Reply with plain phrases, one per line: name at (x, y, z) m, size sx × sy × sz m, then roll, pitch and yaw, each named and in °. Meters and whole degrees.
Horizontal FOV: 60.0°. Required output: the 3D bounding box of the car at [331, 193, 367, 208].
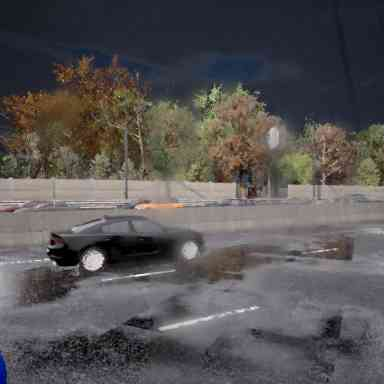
car at (23.716, 1.229, 50.085) m, size 5.566 × 2.045 × 2.150 m, roll 0°, pitch 0°, yaw -30°

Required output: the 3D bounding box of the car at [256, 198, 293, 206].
car at (9.172, 1.602, 33.501) m, size 4.718 × 1.301 × 1.895 m, roll 0°, pitch 0°, yaw -30°

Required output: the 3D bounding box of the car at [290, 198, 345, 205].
car at (11.743, 1.527, 30.950) m, size 4.674 × 1.442 × 1.812 m, roll 0°, pitch 0°, yaw -30°

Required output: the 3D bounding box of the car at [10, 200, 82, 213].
car at (-11.067, 1.492, 25.738) m, size 4.902 × 1.511 × 2.128 m, roll 0°, pitch 0°, yaw -30°

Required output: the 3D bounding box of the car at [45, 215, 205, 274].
car at (-1.919, 1.477, 10.583) m, size 5.008 × 1.535 × 1.882 m, roll 0°, pitch 0°, yaw -30°

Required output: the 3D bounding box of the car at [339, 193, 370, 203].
car at (22.053, 1.359, 45.067) m, size 4.553 × 1.767 × 2.097 m, roll 0°, pitch 0°, yaw -30°

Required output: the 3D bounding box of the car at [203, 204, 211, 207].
car at (3.840, 1.548, 38.495) m, size 5.357 × 1.411 × 2.033 m, roll 0°, pitch 0°, yaw -30°

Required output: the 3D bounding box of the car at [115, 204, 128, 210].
car at (-5.179, 1.505, 33.224) m, size 4.892 × 1.490 × 1.837 m, roll 0°, pitch 0°, yaw -30°

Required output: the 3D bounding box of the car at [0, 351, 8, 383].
car at (-3.644, 1.478, 1.471) m, size 5.008 × 1.535 × 1.882 m, roll 0°, pitch 0°, yaw -30°

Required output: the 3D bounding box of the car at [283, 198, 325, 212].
car at (13.528, 1.494, 40.093) m, size 4.902 × 1.511 × 2.128 m, roll 0°, pitch 0°, yaw -30°

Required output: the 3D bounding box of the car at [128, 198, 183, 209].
car at (-3.077, 1.352, 30.401) m, size 4.553 × 1.767 × 2.097 m, roll 0°, pitch 0°, yaw -30°

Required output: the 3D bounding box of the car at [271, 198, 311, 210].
car at (13.110, 1.550, 43.901) m, size 5.357 × 1.411 × 2.033 m, roll 0°, pitch 0°, yaw -30°

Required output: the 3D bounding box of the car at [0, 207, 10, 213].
car at (-13.557, 1.478, 28.339) m, size 5.008 × 1.535 × 1.882 m, roll 0°, pitch 0°, yaw -30°

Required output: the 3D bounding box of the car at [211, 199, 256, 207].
car at (5.119, 1.548, 35.186) m, size 5.357 × 1.411 × 2.033 m, roll 0°, pitch 0°, yaw -30°
